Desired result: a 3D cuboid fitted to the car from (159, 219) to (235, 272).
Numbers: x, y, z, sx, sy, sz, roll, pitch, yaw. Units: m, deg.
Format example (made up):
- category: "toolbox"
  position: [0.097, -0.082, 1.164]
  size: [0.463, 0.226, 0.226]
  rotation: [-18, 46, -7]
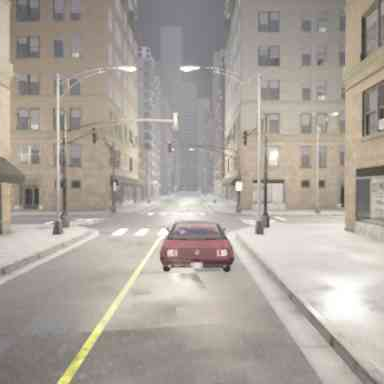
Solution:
- category: "car"
  position: [0.122, 1.492, 10.366]
  size: [1.895, 1.301, 4.718]
  rotation: [0, 1, 0]
